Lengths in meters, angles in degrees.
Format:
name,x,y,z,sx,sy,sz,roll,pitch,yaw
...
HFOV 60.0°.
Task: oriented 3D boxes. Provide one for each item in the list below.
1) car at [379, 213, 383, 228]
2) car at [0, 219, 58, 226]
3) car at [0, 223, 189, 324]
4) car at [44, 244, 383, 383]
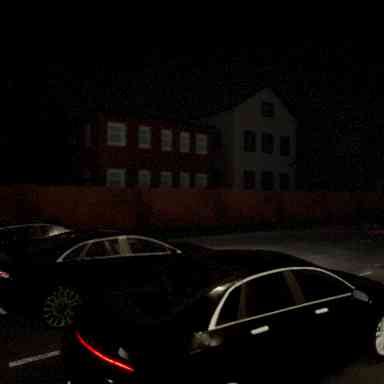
name,x,y,z,sx,sy,sz,roll,pitch,yaw
car,14.912,1.754,22.995,5.008,1.535,1.882,1,0,-35
car,-4.240,1.511,9.321,4.902,1.511,2.128,1,0,-36
car,-1.497,1.521,6.980,4.902,1.511,2.128,1,0,-36
car,0.900,1.540,4.389,4.892,1.490,1.837,0,0,-36
